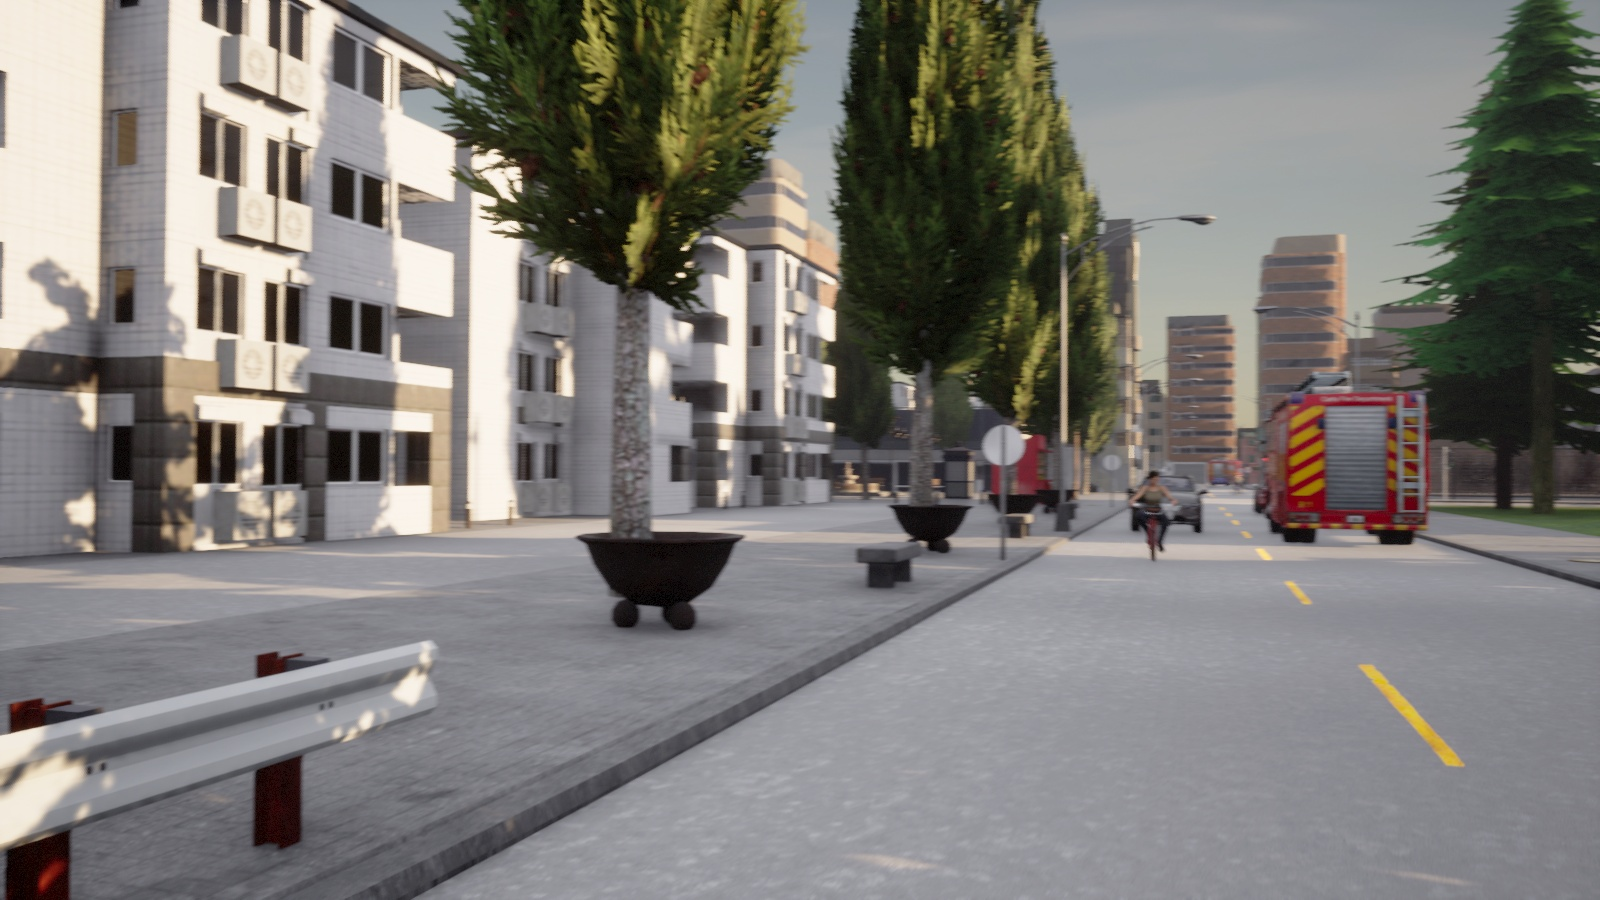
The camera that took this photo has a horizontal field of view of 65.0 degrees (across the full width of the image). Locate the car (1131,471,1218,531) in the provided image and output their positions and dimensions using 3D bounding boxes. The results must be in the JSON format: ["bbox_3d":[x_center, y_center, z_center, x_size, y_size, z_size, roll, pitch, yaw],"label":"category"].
[{"bbox_3d":[10.321,1.338,34.510,2.128,1.511,4.902,0,-1,18],"label":"car"}]

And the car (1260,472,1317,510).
[{"bbox_3d":[19.741,1.611,50.880,1.970,1.475,3.806,0,-1,19],"label":"car"}]

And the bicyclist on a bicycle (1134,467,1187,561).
[{"bbox_3d":[6.460,1.121,22.484,0.866,1.612,1.509,0,-1,17],"label":"bicyclist on a bicycle"}]

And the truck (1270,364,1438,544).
[{"bbox_3d":[13.418,0.156,31.090,2.891,3.827,8.468,0,-1,18],"label":"truck"}]
